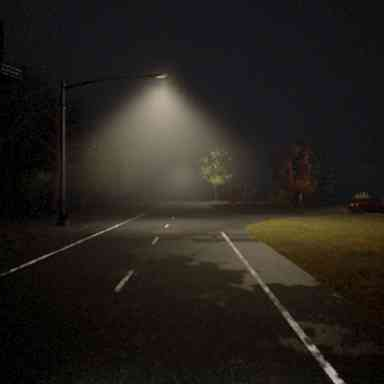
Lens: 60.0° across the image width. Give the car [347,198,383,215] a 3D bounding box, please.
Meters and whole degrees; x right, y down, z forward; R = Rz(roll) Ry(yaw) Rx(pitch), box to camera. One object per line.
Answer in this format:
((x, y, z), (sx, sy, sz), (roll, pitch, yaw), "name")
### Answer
((18.183, 1.374, 33.348), (4.553, 1.767, 2.097), (0, -2, 0), "car")
